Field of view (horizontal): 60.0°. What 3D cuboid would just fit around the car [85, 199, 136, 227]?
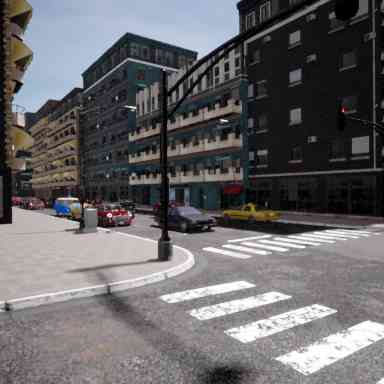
[{"bbox_3d":[-5.868,1.553,23.923,1.967,1.590,4.097,-1,1,-36],"label":"car"}]

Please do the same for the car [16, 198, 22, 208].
[{"bbox_3d":[-25.183,1.770,50.931,1.947,1.339,4.313,-1,1,-36],"label":"car"}]

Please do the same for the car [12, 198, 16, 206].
[{"bbox_3d":[-31.622,1.783,59.934,1.887,1.381,4.507,-1,1,-36],"label":"car"}]

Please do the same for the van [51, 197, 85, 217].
[{"bbox_3d":[-12.308,1.483,32.924,1.690,1.788,3.998,-1,1,-36],"label":"van"}]

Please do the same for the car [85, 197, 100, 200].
[{"bbox_3d":[-15.150,1.502,51.303,1.967,1.590,4.097,-1,1,-36],"label":"car"}]

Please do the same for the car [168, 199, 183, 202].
[{"bbox_3d":[-2.271,1.441,33.297,1.967,1.590,4.097,-1,1,-36],"label":"car"}]

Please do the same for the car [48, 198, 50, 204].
[{"bbox_3d":[-25.392,1.648,61.174,1.837,1.490,4.892,-1,0,-36],"label":"car"}]

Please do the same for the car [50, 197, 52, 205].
[{"bbox_3d":[-16.461,1.680,43.251,2.033,1.411,5.357,-1,0,-35],"label":"car"}]

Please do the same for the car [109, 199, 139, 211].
[{"bbox_3d":[-8.709,1.582,42.301,2.008,1.369,4.403,-1,1,-36],"label":"car"}]

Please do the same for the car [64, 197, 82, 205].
[{"bbox_3d":[-21.587,1.646,60.307,2.008,1.369,4.403,-1,1,-36],"label":"car"}]

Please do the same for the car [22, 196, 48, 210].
[{"bbox_3d":[-21.965,1.628,46.429,1.967,1.590,4.097,-1,1,-36],"label":"car"}]

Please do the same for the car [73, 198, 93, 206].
[{"bbox_3d":[-18.368,1.644,55.805,1.947,1.339,4.313,-1,1,-36],"label":"car"}]

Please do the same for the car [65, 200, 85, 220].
[{"bbox_3d":[-8.987,1.652,28.286,1.752,1.417,4.829,-1,1,-36],"label":"car"}]

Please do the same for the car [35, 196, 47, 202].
[{"bbox_3d":[-37.685,1.729,82.814,1.887,1.381,4.507,-1,1,-36],"label":"car"}]

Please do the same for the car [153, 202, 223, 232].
[{"bbox_3d":[-0.615,1.607,21.081,2.033,1.411,5.357,-1,0,-32],"label":"car"}]

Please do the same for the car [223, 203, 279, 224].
[{"bbox_3d":[4.070,1.498,24.434,1.752,1.417,4.829,-1,1,-36],"label":"car"}]
